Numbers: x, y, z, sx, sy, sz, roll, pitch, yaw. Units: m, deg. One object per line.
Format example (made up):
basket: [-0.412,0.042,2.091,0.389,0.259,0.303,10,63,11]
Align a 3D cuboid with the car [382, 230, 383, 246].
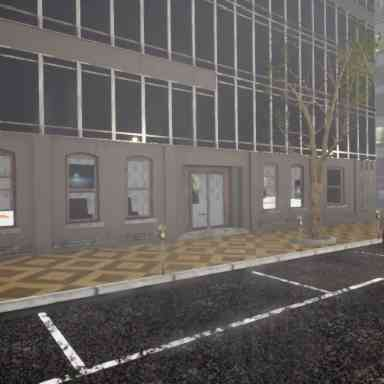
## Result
car: [9.345,1.436,13.264,4.097,1.590,1.967,0,-1,-36]
